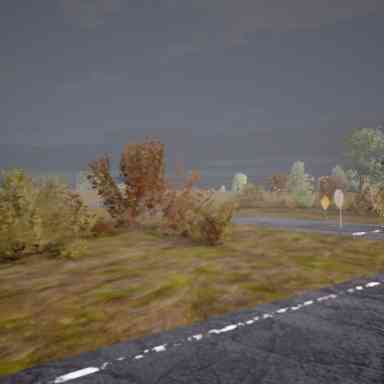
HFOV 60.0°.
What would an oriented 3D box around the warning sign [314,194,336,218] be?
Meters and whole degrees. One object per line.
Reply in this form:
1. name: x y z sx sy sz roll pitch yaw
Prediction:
1. warning sign: 10.583 1.115 26.514 1.300 1.860 1.060 0 0 -34
